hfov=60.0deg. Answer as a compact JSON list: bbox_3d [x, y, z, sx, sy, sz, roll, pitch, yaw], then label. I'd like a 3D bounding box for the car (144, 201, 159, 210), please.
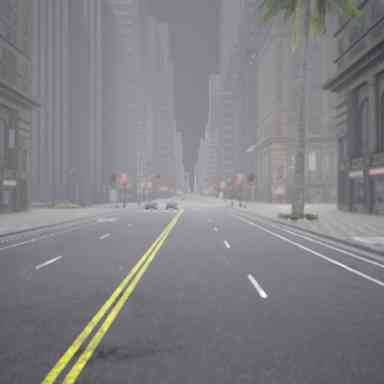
[{"bbox_3d":[-6.504,2.194,53.932,2.033,1.411,5.357,0,-1,0],"label":"car"}]

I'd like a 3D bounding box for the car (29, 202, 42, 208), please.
[{"bbox_3d":[-34.139,2.868,72.475,4.206,1.307,1.802,-1,0,0],"label":"car"}]

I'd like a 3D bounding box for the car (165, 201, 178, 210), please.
[{"bbox_3d":[-3.256,2.192,53.785,2.033,1.411,5.357,0,-1,0],"label":"car"}]

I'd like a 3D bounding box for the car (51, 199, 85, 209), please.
[{"bbox_3d":[-23.827,2.606,63.912,4.829,1.417,1.752,-1,0,0],"label":"car"}]

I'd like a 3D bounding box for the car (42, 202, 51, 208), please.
[{"bbox_3d":[-29.056,2.532,72.456,5.009,1.841,2.192,-1,0,0],"label":"car"}]

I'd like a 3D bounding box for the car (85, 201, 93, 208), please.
[{"bbox_3d":[-23.965,2.691,72.440,4.507,1.381,1.887,-1,0,0],"label":"car"}]
